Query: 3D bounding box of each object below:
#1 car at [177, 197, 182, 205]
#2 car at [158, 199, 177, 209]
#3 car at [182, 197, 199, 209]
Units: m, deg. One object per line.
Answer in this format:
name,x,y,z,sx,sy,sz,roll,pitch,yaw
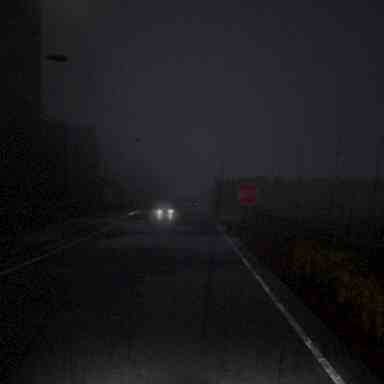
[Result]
car,-1.951,1.652,63.260,1.812,1.442,4.674,1,0,-30
car,-3.554,1.697,46.044,1.895,1.301,4.718,0,0,1
car,0.017,1.645,47.034,2.033,1.411,5.357,0,0,1
